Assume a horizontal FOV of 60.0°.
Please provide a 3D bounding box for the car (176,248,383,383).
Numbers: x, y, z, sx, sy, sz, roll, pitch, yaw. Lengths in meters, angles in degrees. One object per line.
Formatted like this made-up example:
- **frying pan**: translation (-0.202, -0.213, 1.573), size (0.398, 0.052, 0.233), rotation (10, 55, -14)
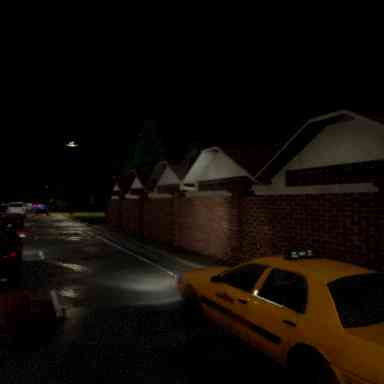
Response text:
- **car**: translation (1.454, 1.626, 5.123), size (1.801, 1.575, 5.366), rotation (1, -2, -27)

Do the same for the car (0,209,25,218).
- **car**: translation (-14.802, 2.328, 27.176), size (1.895, 1.301, 4.718), rotation (1, -2, -27)

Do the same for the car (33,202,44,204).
- **car**: translation (-30.380, 2.915, 65.778), size (2.150, 2.045, 5.566), rotation (1, -2, -27)

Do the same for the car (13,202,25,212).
- **car**: translation (-37.747, 3.167, 72.645), size (2.150, 2.045, 5.566), rotation (1, -2, -26)

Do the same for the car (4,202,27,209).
- **car**: translation (-23.854, 2.431, 45.209), size (2.150, 2.045, 5.566), rotation (1, -2, -27)

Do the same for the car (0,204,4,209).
- **car**: translation (-40.446, 3.378, 70.208), size (2.128, 1.511, 4.902), rotation (1, -2, -26)

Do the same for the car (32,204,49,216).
- **car**: translation (-23.638, 2.971, 52.339), size (2.033, 1.411, 5.357), rotation (1, -2, -27)

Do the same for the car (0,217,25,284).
- **car**: translation (-6.163, 1.746, 9.985), size (1.882, 1.535, 5.008), rotation (1, -2, -27)
